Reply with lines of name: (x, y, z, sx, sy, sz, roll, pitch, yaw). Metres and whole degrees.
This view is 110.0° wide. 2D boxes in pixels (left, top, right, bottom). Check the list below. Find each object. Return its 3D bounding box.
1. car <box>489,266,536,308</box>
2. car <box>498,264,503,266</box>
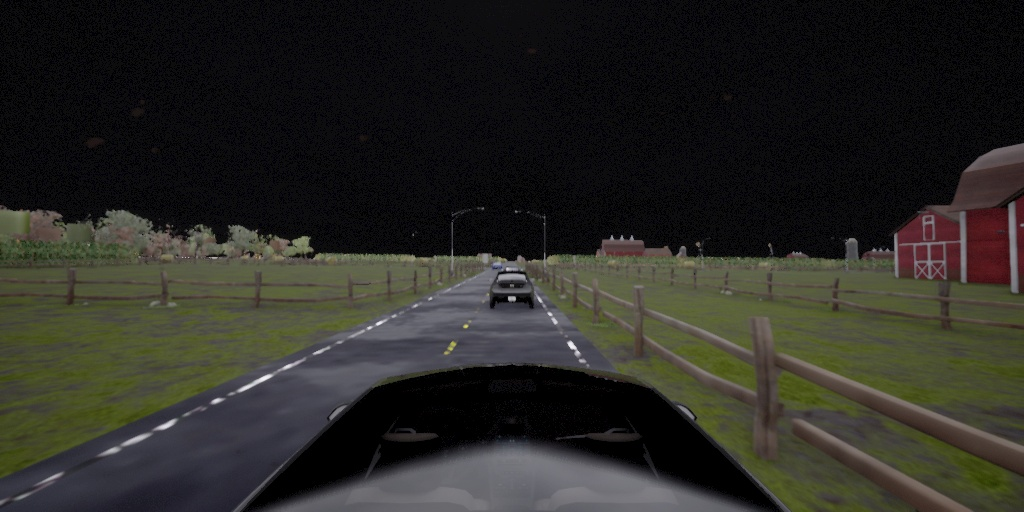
car: (0.004, 1.401, 16.148, 1.837, 1.490, 4.892, 0, 0, 0)
car: (0.006, 1.608, 31.148, 1.994, 1.385, 4.181, 0, -1, 0)
